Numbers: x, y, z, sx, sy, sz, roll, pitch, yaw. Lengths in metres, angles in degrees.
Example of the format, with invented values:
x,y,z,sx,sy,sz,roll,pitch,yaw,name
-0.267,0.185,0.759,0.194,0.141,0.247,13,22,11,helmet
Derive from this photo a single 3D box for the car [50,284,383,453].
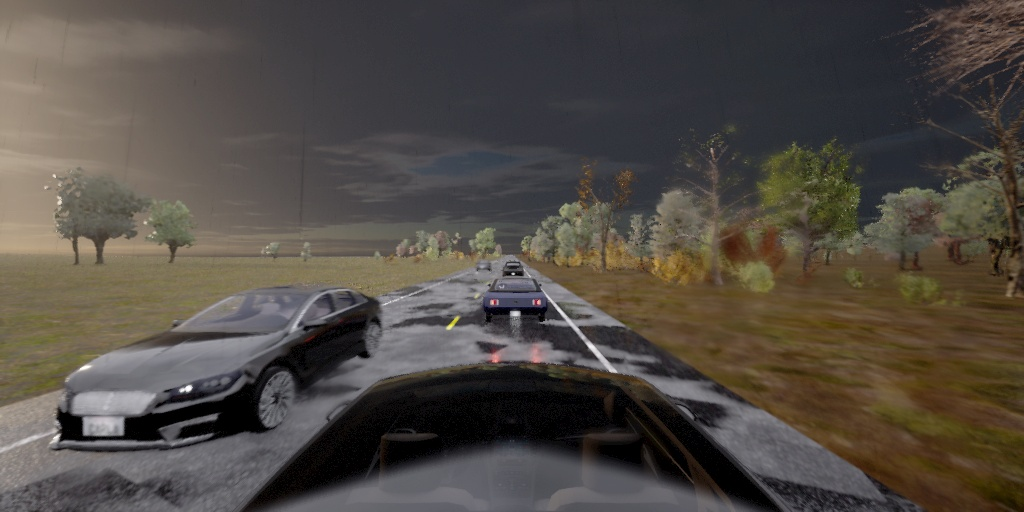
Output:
x,y,z,sx,sy,sz,roll,pitch,yaw,name
-3.600,1.242,5.612,2.128,1.511,4.902,0,0,0,car

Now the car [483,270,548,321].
x,y,z,sx,sy,sz,roll,pitch,yaw,name
0.101,1.350,12.420,1.895,1.301,4.718,0,0,0,car

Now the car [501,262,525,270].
x,y,z,sx,sy,sz,roll,pitch,yaw,name
0.101,1.239,32.415,1.837,1.490,4.892,0,0,0,car

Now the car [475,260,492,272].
x,y,z,sx,sy,sz,roll,pitch,yaw,name
-3.586,1.205,45.653,2.128,1.511,4.902,0,0,0,car
